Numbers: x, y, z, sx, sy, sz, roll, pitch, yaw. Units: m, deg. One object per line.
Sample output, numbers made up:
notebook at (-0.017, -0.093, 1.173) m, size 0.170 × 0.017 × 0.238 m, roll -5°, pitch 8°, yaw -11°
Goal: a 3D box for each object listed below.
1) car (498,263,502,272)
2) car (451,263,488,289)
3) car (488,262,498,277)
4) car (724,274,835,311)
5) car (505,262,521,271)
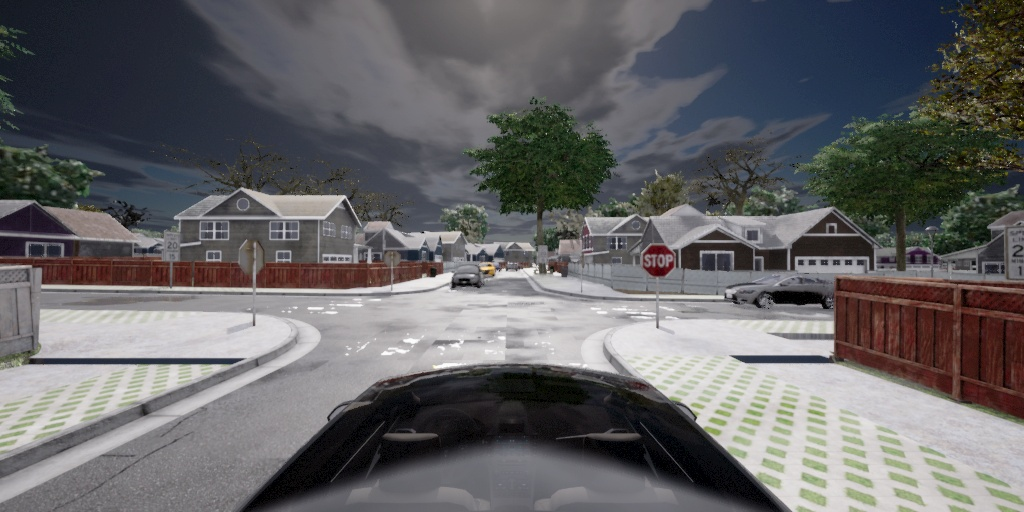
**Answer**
car at (-2.764, 1.720, 57.125) m, size 1.812 × 1.442 × 4.674 m, roll 0°, pitch -1°, yaw 1°
car at (-2.864, 1.351, 23.893) m, size 1.837 × 1.490 × 4.892 m, roll 0°, pitch 0°, yaw 0°
car at (-2.866, 1.483, 39.628) m, size 1.882 × 1.535 × 5.008 m, roll 0°, pitch -1°, yaw 0°
car at (12.122, 1.542, 15.965) m, size 4.902 × 1.511 × 2.128 m, roll 1°, pitch -1°, yaw -1°
car at (-0.020, 1.697, 58.190) m, size 2.128 × 1.511 × 4.902 m, roll 0°, pitch -1°, yaw 1°
